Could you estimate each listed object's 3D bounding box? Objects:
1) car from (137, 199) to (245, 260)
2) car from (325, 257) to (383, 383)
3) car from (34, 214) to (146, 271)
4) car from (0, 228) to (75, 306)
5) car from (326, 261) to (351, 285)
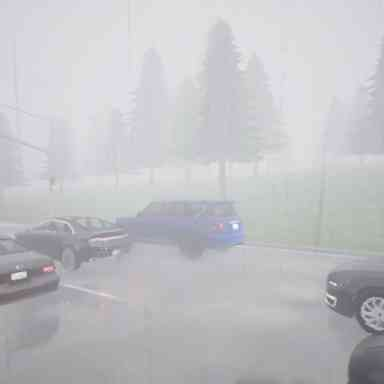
[{"bbox_3d":[-0.690,1.283,12.965,5.566,2.045,2.150,0,0,36],"label":"car"},{"bbox_3d":[3.433,1.463,1.541,5.008,1.535,1.882,0,0,36],"label":"car"},{"bbox_3d":[-4.167,1.565,11.173,4.902,1.511,2.128,0,0,36],"label":"car"},{"bbox_3d":[-5.231,1.611,7.614,5.357,1.411,2.033,-1,0,36],"label":"car"},{"bbox_3d":[4.616,1.499,4.998,4.892,1.490,1.837,0,0,35],"label":"car"}]
